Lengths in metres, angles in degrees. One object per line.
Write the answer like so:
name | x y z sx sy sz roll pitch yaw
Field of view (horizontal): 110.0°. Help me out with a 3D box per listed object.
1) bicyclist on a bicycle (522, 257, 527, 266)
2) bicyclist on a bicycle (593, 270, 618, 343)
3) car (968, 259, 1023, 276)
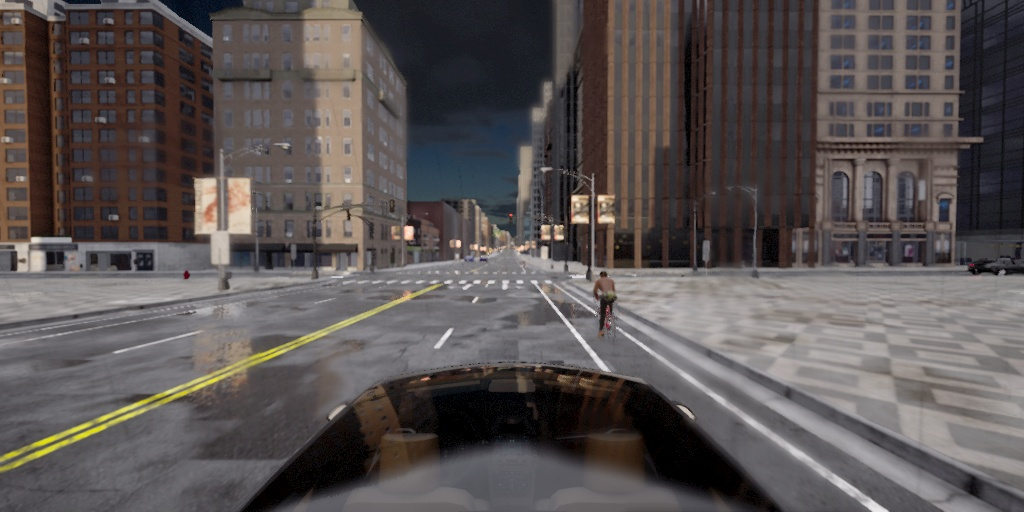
bicyclist on a bicycle | 2.203 1.030 64.142 0.866 1.612 1.509 0 0 0
bicyclist on a bicycle | 2.249 1.180 8.654 0.582 1.620 1.656 0 0 0
car | 43.271 1.007 31.515 4.892 1.490 1.837 0 1 1
